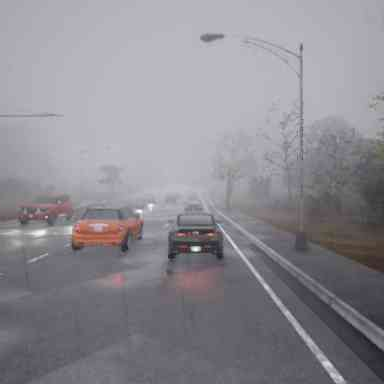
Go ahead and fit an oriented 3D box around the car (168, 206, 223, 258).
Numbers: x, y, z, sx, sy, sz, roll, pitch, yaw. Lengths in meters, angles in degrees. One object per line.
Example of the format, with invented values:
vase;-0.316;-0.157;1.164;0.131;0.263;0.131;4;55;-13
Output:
car;0.126;1.503;12.698;1.837;1.490;4.892;0;0;0

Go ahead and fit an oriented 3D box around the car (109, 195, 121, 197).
car;-10.426;1.252;44.543;2.097;1.767;4.553;0;2;1

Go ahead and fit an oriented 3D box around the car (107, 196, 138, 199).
car;-7.016;1.473;33.149;1.882;1.535;5.008;0;0;0

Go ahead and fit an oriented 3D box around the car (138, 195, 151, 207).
car;-6.944;1.500;43.078;1.994;1.385;4.181;0;1;1

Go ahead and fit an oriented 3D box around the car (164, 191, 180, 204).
car;-3.380;1.020;53.587;1.837;1.490;4.892;0;3;0

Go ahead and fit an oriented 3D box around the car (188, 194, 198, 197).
car;0.143;0.956;55.654;2.033;1.411;5.357;0;3;1

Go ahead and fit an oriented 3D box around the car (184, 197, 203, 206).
car;0.162;1.521;34.033;1.812;1.442;4.674;0;0;0

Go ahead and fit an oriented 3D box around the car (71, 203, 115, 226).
car;-7.049;1.560;24.108;1.994;1.385;4.181;0;0;0

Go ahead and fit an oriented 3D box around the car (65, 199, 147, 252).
car;-3.370;1.350;14.104;2.097;1.767;4.553;0;0;0

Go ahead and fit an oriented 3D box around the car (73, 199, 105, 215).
car;-10.511;1.521;34.289;1.812;1.442;4.674;0;0;0

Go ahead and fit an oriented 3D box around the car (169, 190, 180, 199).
car;-3.355;0.501;64.010;1.812;1.442;4.674;0;3;0

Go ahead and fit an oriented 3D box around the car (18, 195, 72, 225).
car;-10.546;1.218;24.550;2.150;2.045;5.566;0;0;0

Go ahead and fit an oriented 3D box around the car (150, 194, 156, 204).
car;-6.909;1.104;53.102;1.994;1.385;4.181;0;3;1
